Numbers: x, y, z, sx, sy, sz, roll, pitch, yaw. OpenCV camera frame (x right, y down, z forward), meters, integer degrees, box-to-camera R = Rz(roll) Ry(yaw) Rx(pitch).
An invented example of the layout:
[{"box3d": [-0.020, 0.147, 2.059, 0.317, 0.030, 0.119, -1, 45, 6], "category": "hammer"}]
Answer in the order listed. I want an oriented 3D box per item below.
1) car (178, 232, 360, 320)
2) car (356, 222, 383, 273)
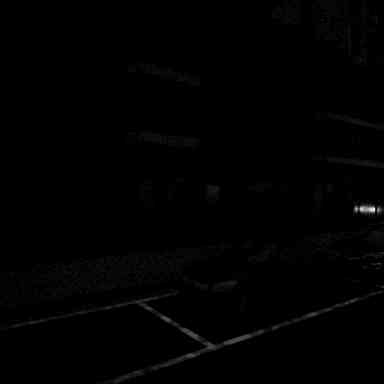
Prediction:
[{"box3d": [1.691, 1.641, 7.392, 4.206, 1.307, 1.802, 1, 0, -35], "category": "car"}, {"box3d": [6.178, 1.669, 10.591, 4.403, 1.369, 2.008, 1, 0, -35], "category": "car"}]
